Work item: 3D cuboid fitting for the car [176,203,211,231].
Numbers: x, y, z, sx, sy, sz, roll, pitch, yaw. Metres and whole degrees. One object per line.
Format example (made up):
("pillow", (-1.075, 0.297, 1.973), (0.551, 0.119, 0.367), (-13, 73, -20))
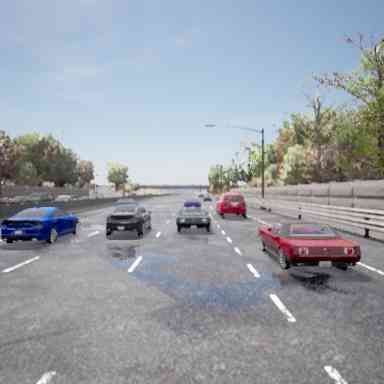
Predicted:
("car", (0.083, 1.579, 20.206), (1.895, 1.301, 4.718), (0, 0, 0))

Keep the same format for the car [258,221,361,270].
("car", (3.492, 1.587, 10.940), (1.895, 1.301, 4.718), (0, 0, 0))

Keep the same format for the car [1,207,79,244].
("car", (-6.911, 1.460, 15.747), (1.882, 1.535, 5.008), (0, 0, 0))

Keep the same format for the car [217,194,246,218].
("car", (3.472, 1.192, 29.793), (2.150, 2.045, 5.566), (0, 0, 0))

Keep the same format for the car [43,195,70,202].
("car", (-17.637, 1.507, 44.917), (2.033, 1.411, 5.357), (0, 0, 0))

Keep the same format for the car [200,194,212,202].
("car", (3.424, 1.562, 76.439), (1.895, 1.301, 4.718), (0, 0, 0))

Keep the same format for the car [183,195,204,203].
("car", (0.065, 1.443, 37.095), (1.882, 1.535, 5.008), (0, -1, 0))

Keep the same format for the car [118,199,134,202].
("car", (-6.939, 1.455, 35.487), (2.128, 1.511, 4.902), (0, 0, 0))

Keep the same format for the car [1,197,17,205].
("car", (-24.633, 1.435, 47.571), (1.882, 1.535, 5.008), (0, 0, 0))

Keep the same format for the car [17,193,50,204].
("car", (-21.135, 1.180, 45.553), (2.150, 2.045, 5.566), (0, 0, 0))

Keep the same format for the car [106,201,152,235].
("car", (-3.417, 1.485, 18.455), (1.837, 1.490, 4.892), (0, 0, 0))
